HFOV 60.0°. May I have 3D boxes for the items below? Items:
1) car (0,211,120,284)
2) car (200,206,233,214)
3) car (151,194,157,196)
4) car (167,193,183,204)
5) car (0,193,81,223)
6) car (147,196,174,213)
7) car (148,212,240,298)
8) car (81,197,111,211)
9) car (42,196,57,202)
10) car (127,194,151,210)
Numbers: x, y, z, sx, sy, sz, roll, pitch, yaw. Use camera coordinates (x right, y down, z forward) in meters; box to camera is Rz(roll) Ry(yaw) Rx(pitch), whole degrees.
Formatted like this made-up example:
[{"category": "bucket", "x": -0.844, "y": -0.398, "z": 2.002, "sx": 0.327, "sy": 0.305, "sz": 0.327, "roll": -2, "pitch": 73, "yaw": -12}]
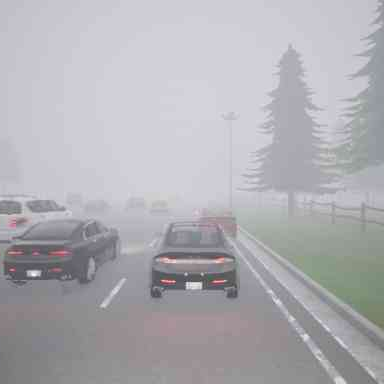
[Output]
[{"category": "car", "x": -3.393, "y": 1.505, "z": 9.572, "sx": 1.837, "sy": 1.490, "sz": 4.892, "roll": 0, "pitch": 0, "yaw": 0}, {"category": "car", "x": 1.238, "y": 1.478, "z": 17.810, "sx": 1.882, "sy": 1.535, "sz": 5.008, "roll": 0, "pitch": 0, "yaw": 0}, {"category": "car", "x": -10.437, "y": 1.553, "z": 86.966, "sx": 1.994, "sy": 1.385, "sz": 4.181, "roll": 0, "pitch": 0, "yaw": 0}, {"category": "car", "x": -3.352, "y": 1.351, "z": 66.334, "sx": 2.097, "sy": 1.767, "sz": 4.553, "roll": 0, "pitch": 0, "yaw": 0}, {"category": "car", "x": -6.890, "y": 1.221, "z": 14.179, "sx": 2.150, "sy": 2.045, "sz": 5.566, "roll": 0, "pitch": 0, "yaw": 0}, {"category": "car", "x": -3.373, "y": 1.477, "z": 36.232, "sx": 1.882, "sy": 1.535, "sz": 5.008, "roll": 0, "pitch": 0, "yaw": 0}, {"category": "car", "x": 0.058, "y": 1.492, "z": 8.469, "sx": 2.128, "sy": 1.511, "sz": 4.902, "roll": 0, "pitch": 0, "yaw": 0}, {"category": "car", "x": -10.372, "y": 1.547, "z": 36.645, "sx": 2.033, "sy": 1.411, "sz": 5.357, "roll": 0, "pitch": 0, "yaw": 0}, {"category": "car", "x": -31.966, "y": 1.595, "z": 74.417, "sx": 1.895, "sy": 1.301, "sz": 4.718, "roll": 0, "pitch": 0, "yaw": -40}, {"category": "car", "x": -6.869, "y": 1.352, "z": 42.199, "sx": 2.097, "sy": 1.767, "sz": 4.553, "roll": 0, "pitch": 0, "yaw": 0}]
